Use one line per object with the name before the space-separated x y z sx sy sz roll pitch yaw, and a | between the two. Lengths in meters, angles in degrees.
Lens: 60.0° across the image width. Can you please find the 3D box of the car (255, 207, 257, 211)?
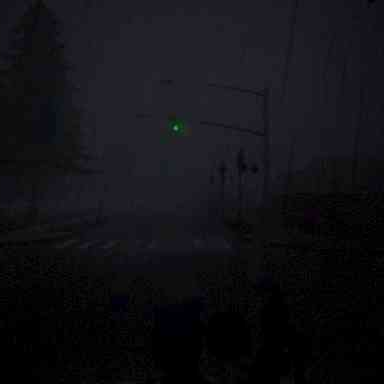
car | 8.438 1.571 33.608 3.866 1.878 1.905 0 -1 -1

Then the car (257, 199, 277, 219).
car | 8.852 1.537 31.098 4.605 1.855 1.932 0 -1 -1

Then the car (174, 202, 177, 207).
car | -2.228 2.338 65.890 1.812 1.442 4.674 0 -1 -13

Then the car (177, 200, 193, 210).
car | -0.931 2.227 55.708 2.033 1.411 5.357 0 -1 -7
